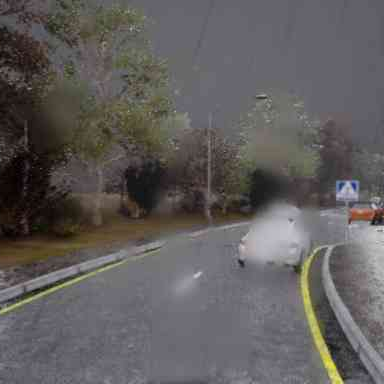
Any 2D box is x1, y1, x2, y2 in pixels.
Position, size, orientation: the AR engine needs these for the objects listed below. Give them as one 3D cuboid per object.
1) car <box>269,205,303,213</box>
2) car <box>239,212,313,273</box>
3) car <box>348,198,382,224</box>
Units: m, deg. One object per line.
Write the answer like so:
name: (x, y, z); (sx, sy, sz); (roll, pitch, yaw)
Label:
car: (6.739, 1.706, 24.195); (1.812, 1.442, 4.674); (1, 0, 35)
car: (2.907, 1.611, 11.138); (1.812, 1.442, 4.674); (0, 0, 24)
car: (14.607, 1.654, 28.047); (2.097, 1.767, 4.553); (1, 0, 37)
